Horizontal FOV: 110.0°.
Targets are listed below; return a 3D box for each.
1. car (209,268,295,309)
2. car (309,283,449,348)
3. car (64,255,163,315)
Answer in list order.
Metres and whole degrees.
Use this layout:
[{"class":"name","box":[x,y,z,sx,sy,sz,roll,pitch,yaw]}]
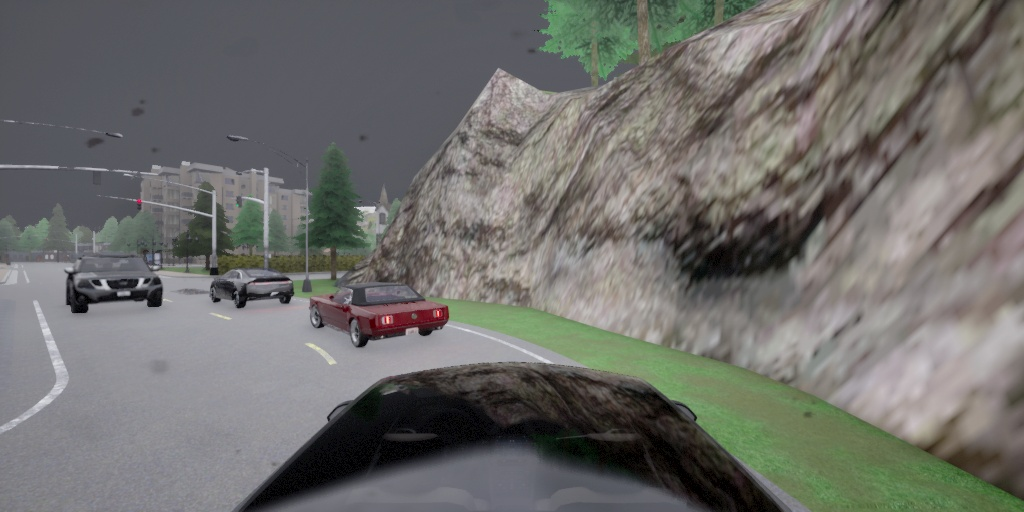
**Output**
[{"class":"car","box":[-11.016,1.241,15.103,4.902,1.511,2.128,0,0,36]},{"class":"car","box":[-3.713,1.351,9.393,1.895,1.301,4.718,0,0,-44]},{"class":"car","box":[-15.626,0.976,14.028,5.566,2.045,2.150,-1,0,36]}]
